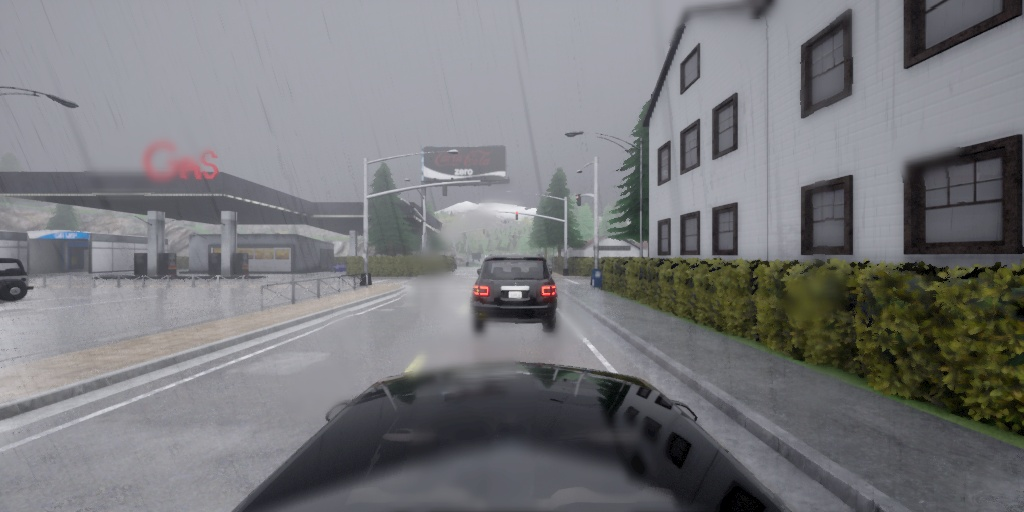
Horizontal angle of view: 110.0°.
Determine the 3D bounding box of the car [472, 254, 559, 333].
[{"bbox_3d":[0.085,0.971,10.829,2.150,2.045,5.566,0,0,0],"label":"car"}]
